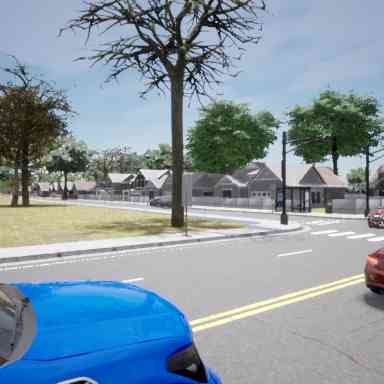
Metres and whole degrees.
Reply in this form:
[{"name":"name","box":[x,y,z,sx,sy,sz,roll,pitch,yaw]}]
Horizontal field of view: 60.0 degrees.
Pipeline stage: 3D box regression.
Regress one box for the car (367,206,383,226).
[{"name":"car","box":[13.009,1.357,20.877,4.553,1.767,2.097,0,0,-35]}]

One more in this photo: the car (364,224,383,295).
[{"name":"car","box":[5.659,1.525,7.447,4.674,1.442,1.812,0,0,-36]}]

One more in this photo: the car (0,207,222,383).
[{"name":"car","box":[-2.419,1.222,1.716,5.566,2.045,2.150,0,0,-36]}]

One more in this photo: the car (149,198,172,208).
[{"name":"car","box":[-4.589,1.586,48.460,1.812,1.442,4.674,0,0,-35]}]
